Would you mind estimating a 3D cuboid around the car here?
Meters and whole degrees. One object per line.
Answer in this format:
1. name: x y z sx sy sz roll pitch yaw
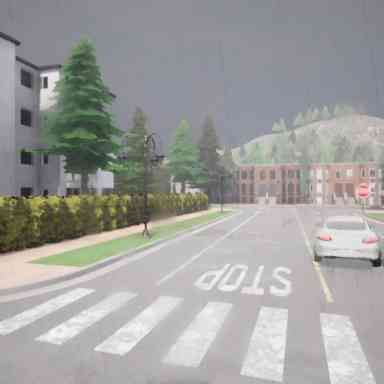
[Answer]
1. car: 5.285 1.530 11.505 1.812 1.442 4.674 0 0 23
